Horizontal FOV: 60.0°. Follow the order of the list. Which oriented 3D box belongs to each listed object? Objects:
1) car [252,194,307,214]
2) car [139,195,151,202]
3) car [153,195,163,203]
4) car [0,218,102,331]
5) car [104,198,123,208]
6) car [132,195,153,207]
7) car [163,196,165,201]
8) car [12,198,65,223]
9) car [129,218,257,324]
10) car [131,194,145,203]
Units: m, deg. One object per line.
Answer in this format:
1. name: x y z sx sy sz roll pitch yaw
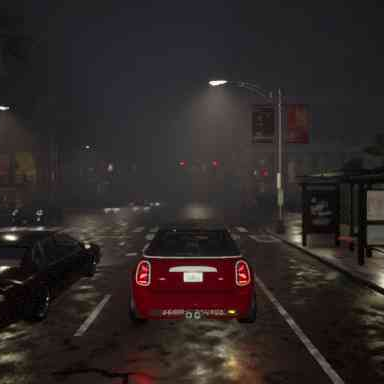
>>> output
1. car: 9.046 1.221 34.663 5.566 2.045 2.150 0 0 1
2. car: -11.365 1.525 80.316 2.128 1.511 4.902 0 0 -1
3. car: -7.753 1.595 69.637 1.895 1.301 4.718 0 0 -1
4. car: -3.493 1.547 7.129 2.033 1.411 5.357 0 0 0
5. car: -11.101 1.564 47.341 1.994 1.385 4.181 0 0 -1
6. car: -7.594 1.352 50.361 2.097 1.767 4.553 0 0 -1
7. car: -7.854 1.478 82.656 1.882 1.535 5.008 0 0 0
8. car: -10.842 1.352 23.744 2.097 1.767 4.553 0 0 -1
9. car: 0.006 1.352 7.336 2.097 1.767 4.553 0 0 0
10. car: -11.250 1.355 69.390 2.097 1.767 4.553 0 0 -1
